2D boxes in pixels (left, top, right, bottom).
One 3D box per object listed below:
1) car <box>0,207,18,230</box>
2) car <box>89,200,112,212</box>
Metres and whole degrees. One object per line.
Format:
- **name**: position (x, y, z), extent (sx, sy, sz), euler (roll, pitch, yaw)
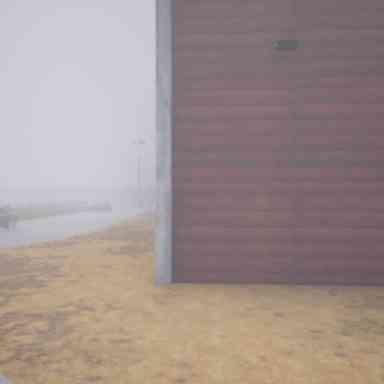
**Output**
- **car**: position (-12.503, 1.661, 19.775), extent (1.837, 1.490, 4.892), euler (0, 0, 9)
- **car**: position (-11.379, 1.761, 41.641), extent (1.812, 1.442, 4.674), euler (0, 0, 2)
